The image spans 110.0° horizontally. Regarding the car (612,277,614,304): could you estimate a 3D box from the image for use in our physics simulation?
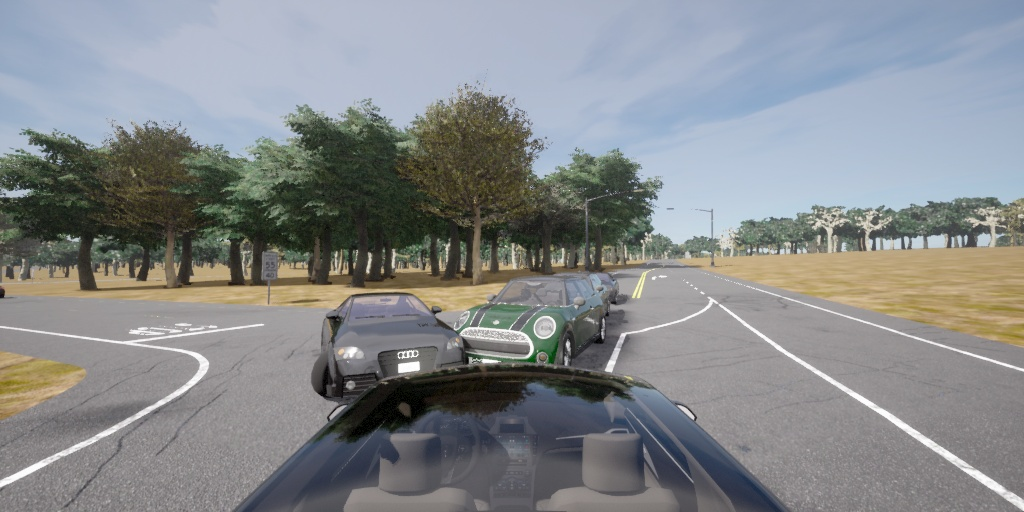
[{"bbox_3d":[2.027,1.344,12.095,2.097,1.767,4.553,-1,-1,21],"label":"car"}]

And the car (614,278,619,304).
[{"bbox_3d":[4.221,1.509,17.822,1.994,1.385,4.181,-1,0,19],"label":"car"}]

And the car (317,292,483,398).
[{"bbox_3d":[-2.351,1.375,6.577,1.994,1.385,4.181,1,-2,-29],"label":"car"}]

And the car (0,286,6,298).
[{"bbox_3d":[-40.856,2.562,27.343,4.181,1.385,1.994,-2,-3,22],"label":"car"}]

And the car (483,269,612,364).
[{"bbox_3d":[0.620,1.218,7.782,2.097,1.767,4.553,-1,-2,26],"label":"car"}]
